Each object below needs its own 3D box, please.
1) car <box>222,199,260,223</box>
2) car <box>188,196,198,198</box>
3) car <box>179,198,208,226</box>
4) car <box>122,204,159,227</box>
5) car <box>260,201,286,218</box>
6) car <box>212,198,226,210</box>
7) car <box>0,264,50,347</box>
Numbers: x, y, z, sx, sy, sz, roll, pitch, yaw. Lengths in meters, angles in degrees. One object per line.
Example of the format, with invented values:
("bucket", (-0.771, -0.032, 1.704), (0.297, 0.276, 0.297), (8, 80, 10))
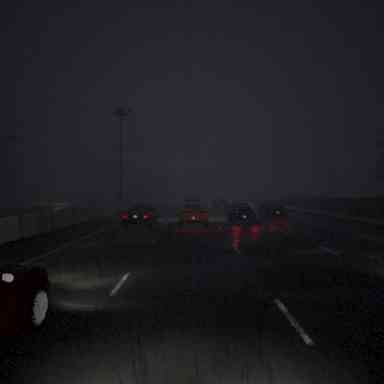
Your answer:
("car", (3.609, 1.500, 25.119), (1.812, 1.442, 4.674), (0, 0, 0))
("car", (0.095, 1.309, 42.009), (2.097, 1.767, 4.553), (0, 0, 0))
("car", (0.097, 1.454, 23.415), (1.882, 1.535, 5.008), (0, 0, 0))
("car", (-3.397, 1.524, 22.528), (2.033, 1.411, 5.357), (0, 0, 0))
("car", (7.095, 1.492, 29.753), (1.812, 1.442, 4.674), (0, 0, 0))
("car", (3.595, 1.444, 42.578), (2.128, 1.511, 4.902), (0, 0, 0))
("car", (-3.401, 1.473, 3.816), (1.882, 1.535, 5.008), (0, 0, 0))
